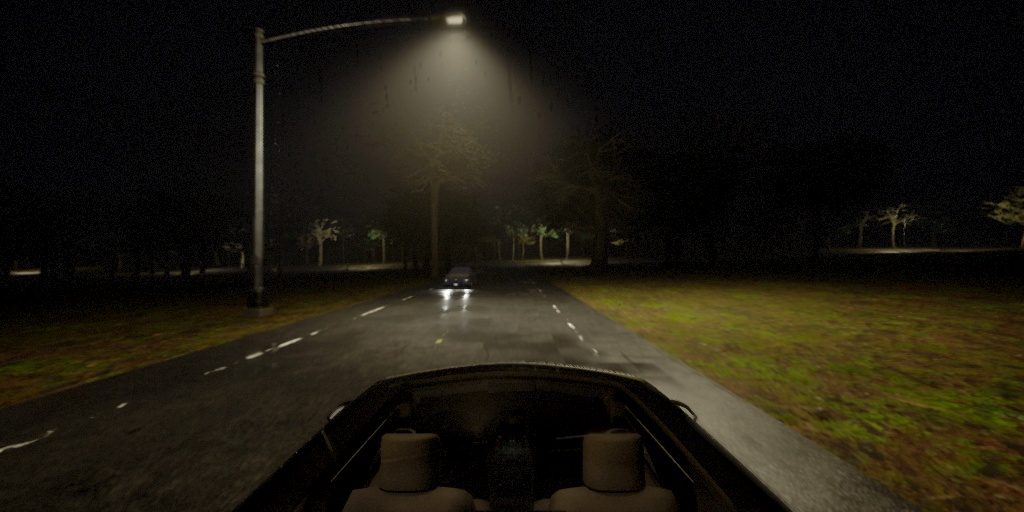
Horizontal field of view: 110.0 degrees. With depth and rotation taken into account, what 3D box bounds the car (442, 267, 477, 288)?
[{"bbox_3d":[-3.597,1.473,25.606,2.033,1.411,5.357,0,0,0],"label":"car"}]
